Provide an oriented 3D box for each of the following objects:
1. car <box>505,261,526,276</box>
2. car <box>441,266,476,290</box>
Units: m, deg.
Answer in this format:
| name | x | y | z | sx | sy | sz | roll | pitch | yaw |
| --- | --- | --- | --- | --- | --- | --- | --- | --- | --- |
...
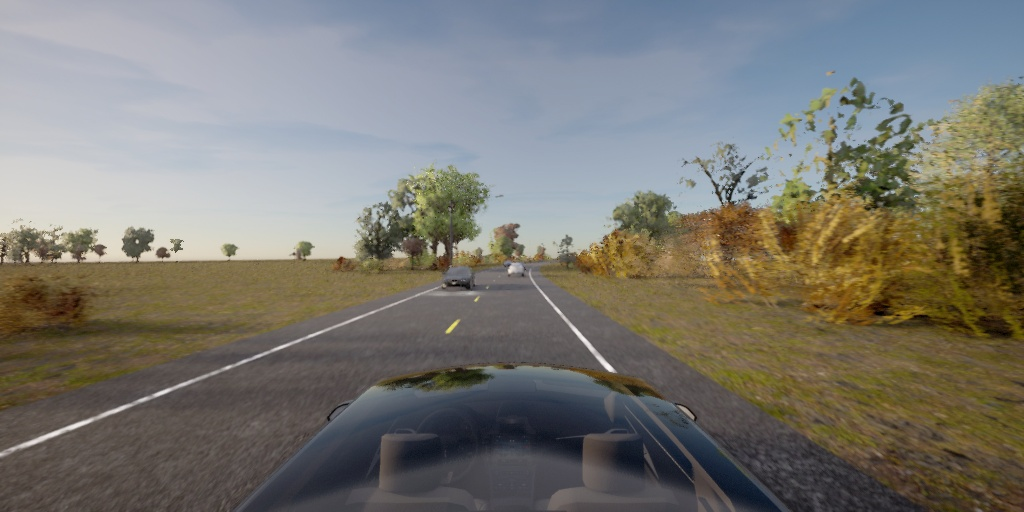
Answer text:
| name | x | y | z | sx | sy | sz | roll | pitch | yaw |
| --- | --- | --- | --- | --- | --- | --- | --- | --- | --- |
| car | 0.495 | 1.590 | 41.917 | 1.812 | 1.442 | 4.674 | 0 | -1 | 2 |
| car | -3.549 | 1.458 | 24.390 | 1.837 | 1.490 | 4.892 | 0 | 0 | 1 |
